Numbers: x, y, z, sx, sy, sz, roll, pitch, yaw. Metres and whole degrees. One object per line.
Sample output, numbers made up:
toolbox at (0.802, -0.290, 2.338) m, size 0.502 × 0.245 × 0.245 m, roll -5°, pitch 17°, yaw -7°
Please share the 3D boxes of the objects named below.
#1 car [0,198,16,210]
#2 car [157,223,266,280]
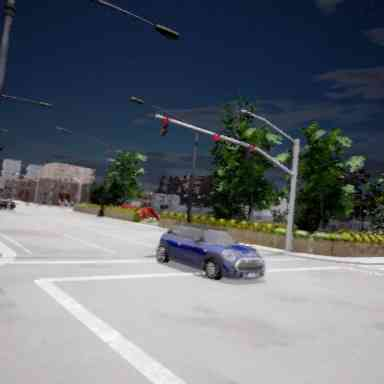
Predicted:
car at (-25.514, 1.554, 45.384) m, size 2.033 × 1.411 × 5.357 m, roll 9°, pitch -4°, yaw -38°
car at (0.640, 2.112, 12.720) m, size 2.097 × 1.767 × 4.553 m, roll 8°, pitch -4°, yaw -38°
